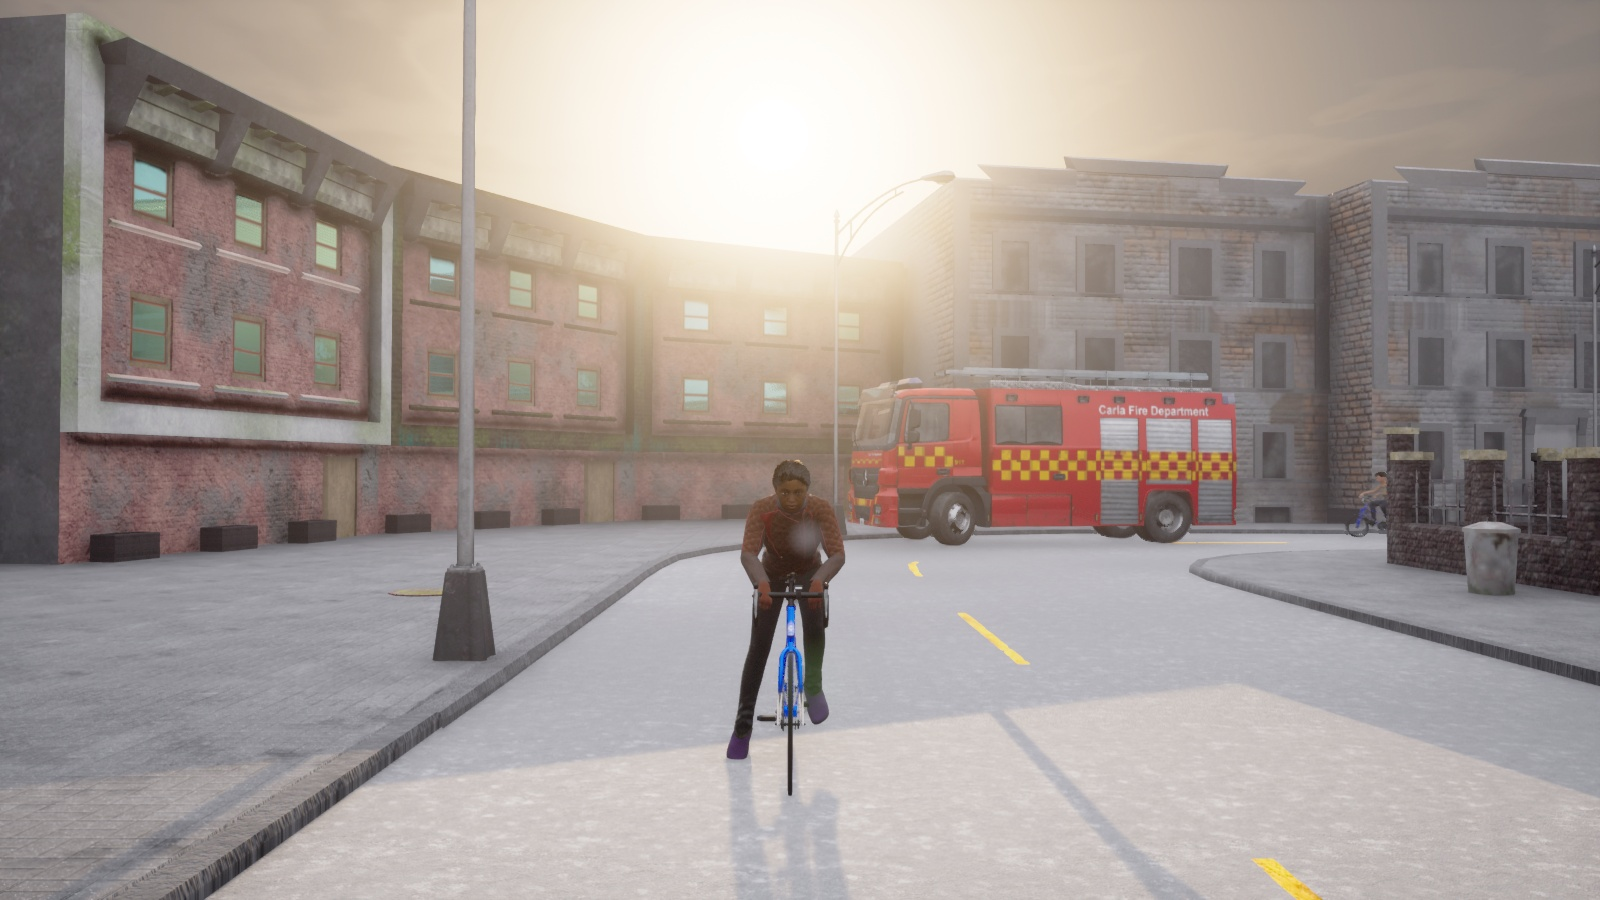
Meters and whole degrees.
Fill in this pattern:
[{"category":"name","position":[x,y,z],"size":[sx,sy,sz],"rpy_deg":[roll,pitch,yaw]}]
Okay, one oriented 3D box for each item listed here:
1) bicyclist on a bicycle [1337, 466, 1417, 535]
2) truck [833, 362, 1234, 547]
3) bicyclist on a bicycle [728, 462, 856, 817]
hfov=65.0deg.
[{"category":"bicyclist on a bicycle","position":[13.847,1.201,30.166],"size":[1.509,1.612,0.866],"rpy_deg":[0,-1,0]},{"category":"truck","position":[5.218,0.100,28.407],"size":[8.468,3.827,2.891],"rpy_deg":[0,-1,-14]},{"category":"bicyclist on a bicycle","position":[-0.040,0.878,6.590],"size":[0.582,1.620,1.656],"rpy_deg":[0,-1,0]}]
